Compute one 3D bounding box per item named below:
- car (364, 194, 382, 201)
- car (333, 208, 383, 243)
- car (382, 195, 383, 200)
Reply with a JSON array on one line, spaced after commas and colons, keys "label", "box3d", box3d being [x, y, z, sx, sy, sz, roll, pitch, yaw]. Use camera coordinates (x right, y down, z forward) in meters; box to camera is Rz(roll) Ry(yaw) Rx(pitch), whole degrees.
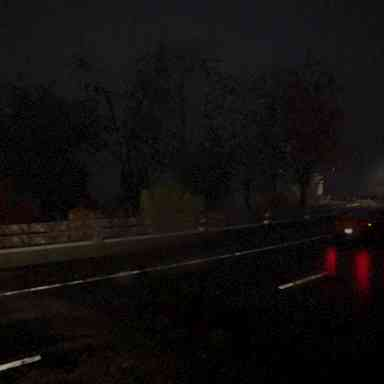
[{"label": "car", "box3d": [38.422, 1.162, 71.594, 1.837, 1.490, 4.892, 0, 0, 8]}, {"label": "car", "box3d": [8.243, 1.460, 15.649, 4.674, 1.442, 1.812, 0, 0, -45]}, {"label": "car", "box3d": [41.853, 0.997, 70.904, 2.097, 1.767, 4.553, 0, 0, 8]}]
